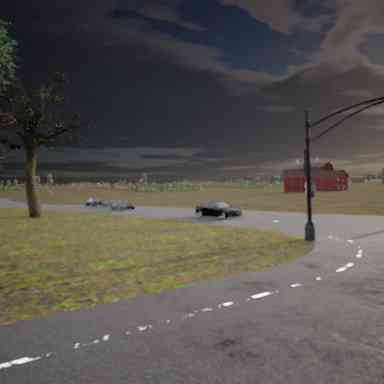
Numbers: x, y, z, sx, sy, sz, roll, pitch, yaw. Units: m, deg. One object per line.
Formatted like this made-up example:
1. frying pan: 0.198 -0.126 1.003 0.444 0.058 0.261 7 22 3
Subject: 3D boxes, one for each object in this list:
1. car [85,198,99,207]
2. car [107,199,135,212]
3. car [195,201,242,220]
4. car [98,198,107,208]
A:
1. car: -18.665 1.886 63.082 2.097 1.767 4.553 -4 1 -38
2. car: -9.387 1.879 45.171 1.994 1.385 4.181 -4 1 -38
3. car: 2.319 1.570 29.957 1.882 1.535 5.008 -4 2 -38
4. car: -13.767 1.915 56.777 1.994 1.385 4.181 -4 1 -37
